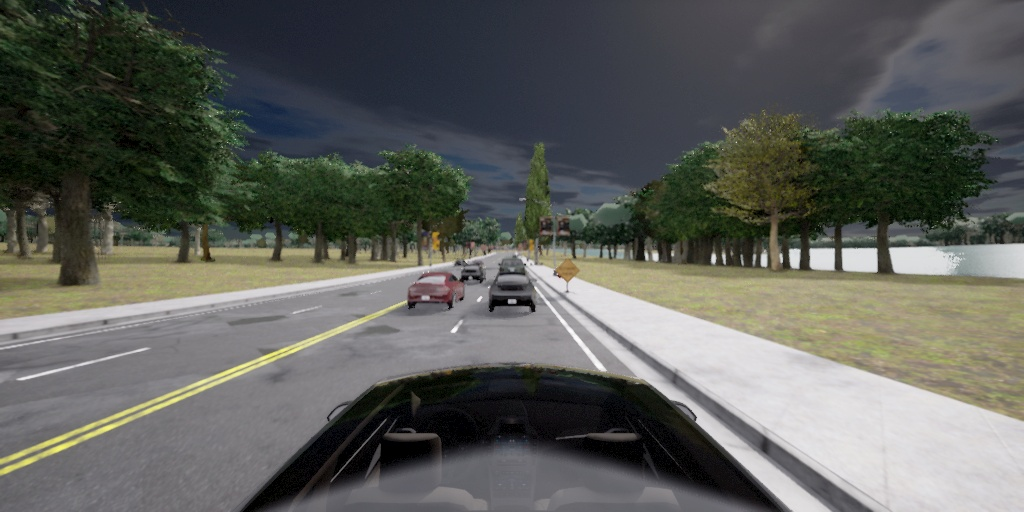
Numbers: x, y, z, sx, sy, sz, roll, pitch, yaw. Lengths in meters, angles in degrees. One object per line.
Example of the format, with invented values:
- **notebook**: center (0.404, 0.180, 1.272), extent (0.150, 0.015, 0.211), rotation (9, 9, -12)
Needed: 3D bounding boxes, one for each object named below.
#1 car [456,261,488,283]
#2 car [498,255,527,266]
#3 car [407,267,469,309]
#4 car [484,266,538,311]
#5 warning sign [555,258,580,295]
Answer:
- **car**: center (-3.214, 1.444, 30.311), extent (1.837, 1.490, 4.892), rotation (0, 1, 1)
- **car**: center (0.022, 1.163, 29.401), extent (2.150, 2.045, 5.566), rotation (0, 0, 0)
- **car**: center (-3.217, 1.415, 15.731), extent (1.812, 1.442, 4.674), rotation (0, 0, 1)
- **car**: center (0.029, 1.393, 15.331), extent (1.837, 1.490, 4.892), rotation (0, 0, 1)
- **warning sign**: center (2.857, 1.028, 18.486), extent (1.300, 1.860, 1.060), rotation (0, 0, 0)
